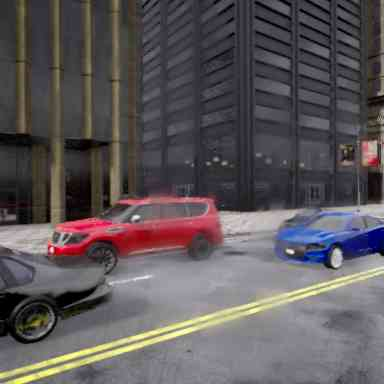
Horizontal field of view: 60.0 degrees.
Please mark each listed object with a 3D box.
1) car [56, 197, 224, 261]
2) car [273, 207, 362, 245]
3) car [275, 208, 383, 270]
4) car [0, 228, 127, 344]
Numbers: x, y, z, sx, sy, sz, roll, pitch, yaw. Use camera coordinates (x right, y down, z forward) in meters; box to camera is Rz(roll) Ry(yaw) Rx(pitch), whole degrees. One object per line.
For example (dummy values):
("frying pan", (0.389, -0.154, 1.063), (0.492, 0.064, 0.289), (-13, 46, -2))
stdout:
("car", (-1.512, 1.199, 10.556), (5.566, 2.045, 2.150), (0, 0, -35))
("car", (6.042, 1.493, 15.849), (4.181, 1.385, 1.994), (0, 0, -35))
("car", (4.888, 1.426, 11.081), (5.008, 1.535, 1.882), (-1, 0, -35))
("car", (-3.917, 1.550, 4.867), (5.357, 1.411, 2.033), (0, 0, -36))
